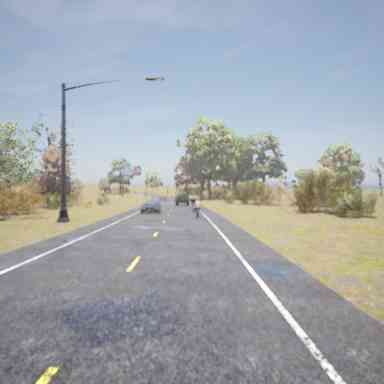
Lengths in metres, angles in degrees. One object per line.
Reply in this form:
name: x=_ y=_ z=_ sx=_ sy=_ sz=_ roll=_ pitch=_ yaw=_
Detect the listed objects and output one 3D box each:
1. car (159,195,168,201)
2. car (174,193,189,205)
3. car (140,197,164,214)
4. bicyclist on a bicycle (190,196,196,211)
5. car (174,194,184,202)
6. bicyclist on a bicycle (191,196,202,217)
car: x=-6.438 y=1.385 z=75.289 sx=1.994 sy=1.385 sz=4.181 roll=0 pitch=0 yaw=-4
car: x=-1.645 y=1.183 z=57.146 sx=2.150 sy=2.045 sz=5.566 roll=0 pitch=0 yaw=-3
car: x=-4.253 y=1.552 z=34.780 sx=1.994 sy=1.385 sz=4.181 roll=0 pitch=0 yaw=-2
bicyclist on a bicycle: x=0.136 y=1.351 z=39.258 sx=0.659 sy=1.776 sz=1.843 roll=0 pitch=0 yaw=-2
car: x=-2.908 y=1.289 z=75.044 sx=2.097 sy=1.767 sz=4.553 roll=0 pitch=0 yaw=-4
bicyclist on a bicycle: x=0.499 y=1.424 z=29.395 sx=0.866 sy=1.612 sz=1.509 roll=0 pitch=0 yaw=-2
